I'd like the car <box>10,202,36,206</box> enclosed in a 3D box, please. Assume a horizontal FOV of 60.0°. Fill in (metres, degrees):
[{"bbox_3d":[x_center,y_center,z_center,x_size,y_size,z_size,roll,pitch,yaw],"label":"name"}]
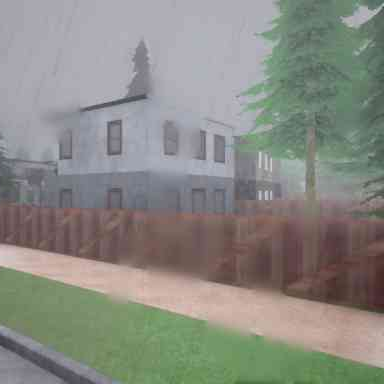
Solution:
[{"bbox_3d":[-15.363,1.582,29.328,1.895,1.301,4.718,0,0,28],"label":"car"}]
